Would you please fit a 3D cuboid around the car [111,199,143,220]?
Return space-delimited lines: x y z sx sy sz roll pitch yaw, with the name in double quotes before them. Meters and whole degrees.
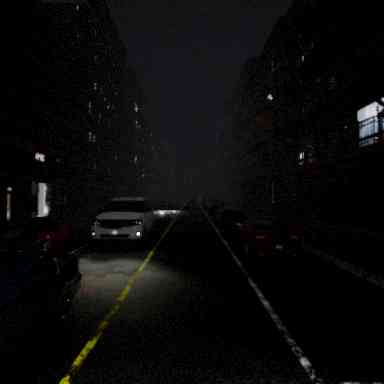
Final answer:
"car" -5.686 1.506 29.550 1.967 1.590 4.097 1 0 0

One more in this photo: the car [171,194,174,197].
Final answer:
"car" -5.701 1.700 74.672 1.752 1.417 4.829 1 0 0

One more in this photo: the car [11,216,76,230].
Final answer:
"car" -5.683 1.610 12.565 1.802 1.307 4.206 1 0 0

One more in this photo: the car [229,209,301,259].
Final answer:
"car" 2.698 1.573 12.526 1.887 1.381 4.507 1 0 0

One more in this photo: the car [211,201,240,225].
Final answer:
"car" 2.694 1.604 23.850 2.008 1.369 4.403 1 0 0

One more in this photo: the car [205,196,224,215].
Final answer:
"car" 2.692 1.519 35.173 1.967 1.590 4.097 1 0 0

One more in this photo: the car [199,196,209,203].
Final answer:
"car" 2.679 1.726 74.805 2.008 1.369 4.403 1 0 0

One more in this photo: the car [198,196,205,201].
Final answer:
"car" 2.674 1.802 91.789 1.802 1.307 4.206 1 0 0

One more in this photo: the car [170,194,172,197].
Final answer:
"car" -5.699 1.686 69.011 1.752 1.417 4.829 1 0 0

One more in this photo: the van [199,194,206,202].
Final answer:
"van" 2.679 1.546 86.129 1.690 1.788 3.998 1 0 0

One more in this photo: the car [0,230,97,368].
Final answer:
"car" -3.099 1.558 4.431 2.033 1.411 5.357 0 0 0

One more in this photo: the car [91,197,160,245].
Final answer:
"car" -3.051 1.257 15.968 2.150 2.045 5.566 0 0 0

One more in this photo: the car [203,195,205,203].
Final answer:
"car" 2.985 1.568 48.914 1.801 1.575 5.366 0 0 0

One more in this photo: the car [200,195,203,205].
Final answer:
"car" 2.684 1.588 63.482 1.967 1.590 4.097 1 0 0

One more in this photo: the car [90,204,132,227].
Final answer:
"car" -5.686 1.619 23.888 1.947 1.339 4.313 1 0 0

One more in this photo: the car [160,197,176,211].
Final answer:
"car" -3.099 1.661 42.822 1.994 1.385 4.181 0 0 0

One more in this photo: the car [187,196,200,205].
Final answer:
"car" -0.019 1.708 61.972 1.994 1.385 4.181 0 0 0

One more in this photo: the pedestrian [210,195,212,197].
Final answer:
"pedestrian" 2.984 1.413 51.921 0.375 1.860 0.375 1 -1 -3

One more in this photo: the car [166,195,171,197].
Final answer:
"car" -5.698 1.692 63.520 1.887 1.381 4.507 1 0 0

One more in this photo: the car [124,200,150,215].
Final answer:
"car" -5.690 1.630 35.211 2.008 1.369 4.403 1 0 0

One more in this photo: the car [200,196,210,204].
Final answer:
"car" 2.683 1.601 69.143 1.967 1.590 4.097 1 0 0

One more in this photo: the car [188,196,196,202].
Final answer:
"car" -0.023 1.627 77.095 1.895 1.301 4.718 0 0 0
